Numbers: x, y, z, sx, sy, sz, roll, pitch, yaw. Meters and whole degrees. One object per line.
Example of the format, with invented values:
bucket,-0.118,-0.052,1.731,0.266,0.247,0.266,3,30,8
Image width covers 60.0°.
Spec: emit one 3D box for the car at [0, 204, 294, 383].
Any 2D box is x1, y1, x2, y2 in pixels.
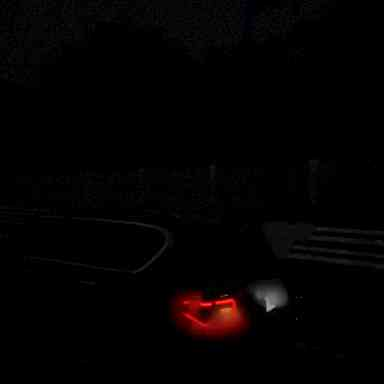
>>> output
car,-1.353,1.206,4.982,5.566,2.045,2.150,0,0,36
